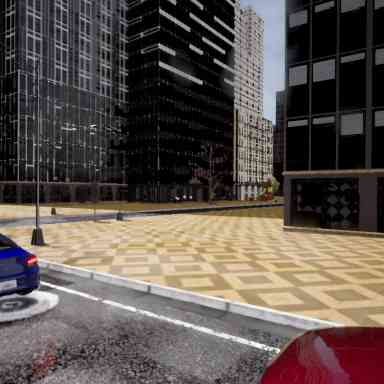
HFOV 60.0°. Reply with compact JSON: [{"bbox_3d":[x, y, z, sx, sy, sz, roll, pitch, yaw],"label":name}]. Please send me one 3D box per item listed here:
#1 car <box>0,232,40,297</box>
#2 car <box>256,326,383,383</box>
[{"bbox_3d":[-5.196,1.523,7.390,4.674,1.442,1.812,0,0,36],"label":"car"},{"bbox_3d":[2.405,1.564,1.961,4.181,1.385,1.994,0,0,35],"label":"car"}]
